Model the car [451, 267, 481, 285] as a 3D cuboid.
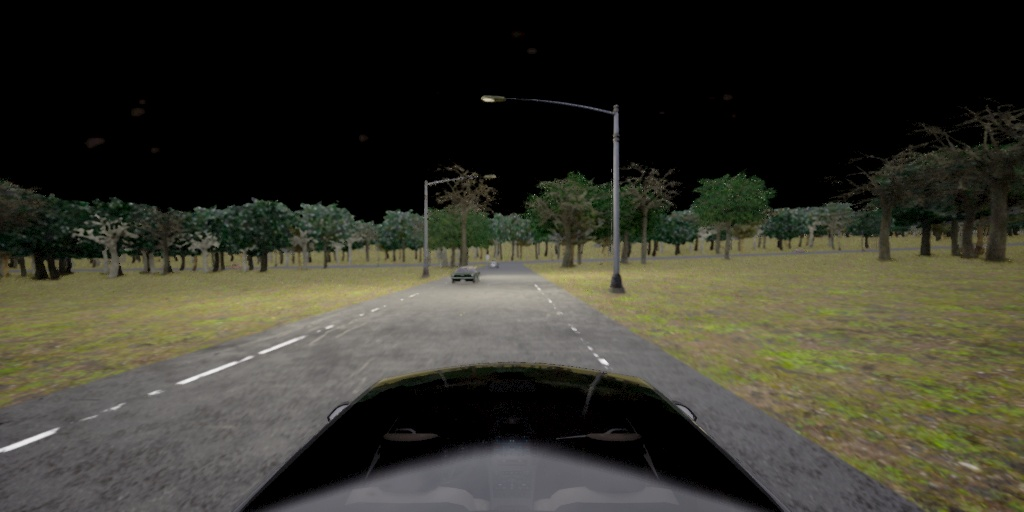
[{"bbox_3d":[-3.606,1.513,28.436,1.895,1.301,4.718,0,0,0],"label":"car"}]
